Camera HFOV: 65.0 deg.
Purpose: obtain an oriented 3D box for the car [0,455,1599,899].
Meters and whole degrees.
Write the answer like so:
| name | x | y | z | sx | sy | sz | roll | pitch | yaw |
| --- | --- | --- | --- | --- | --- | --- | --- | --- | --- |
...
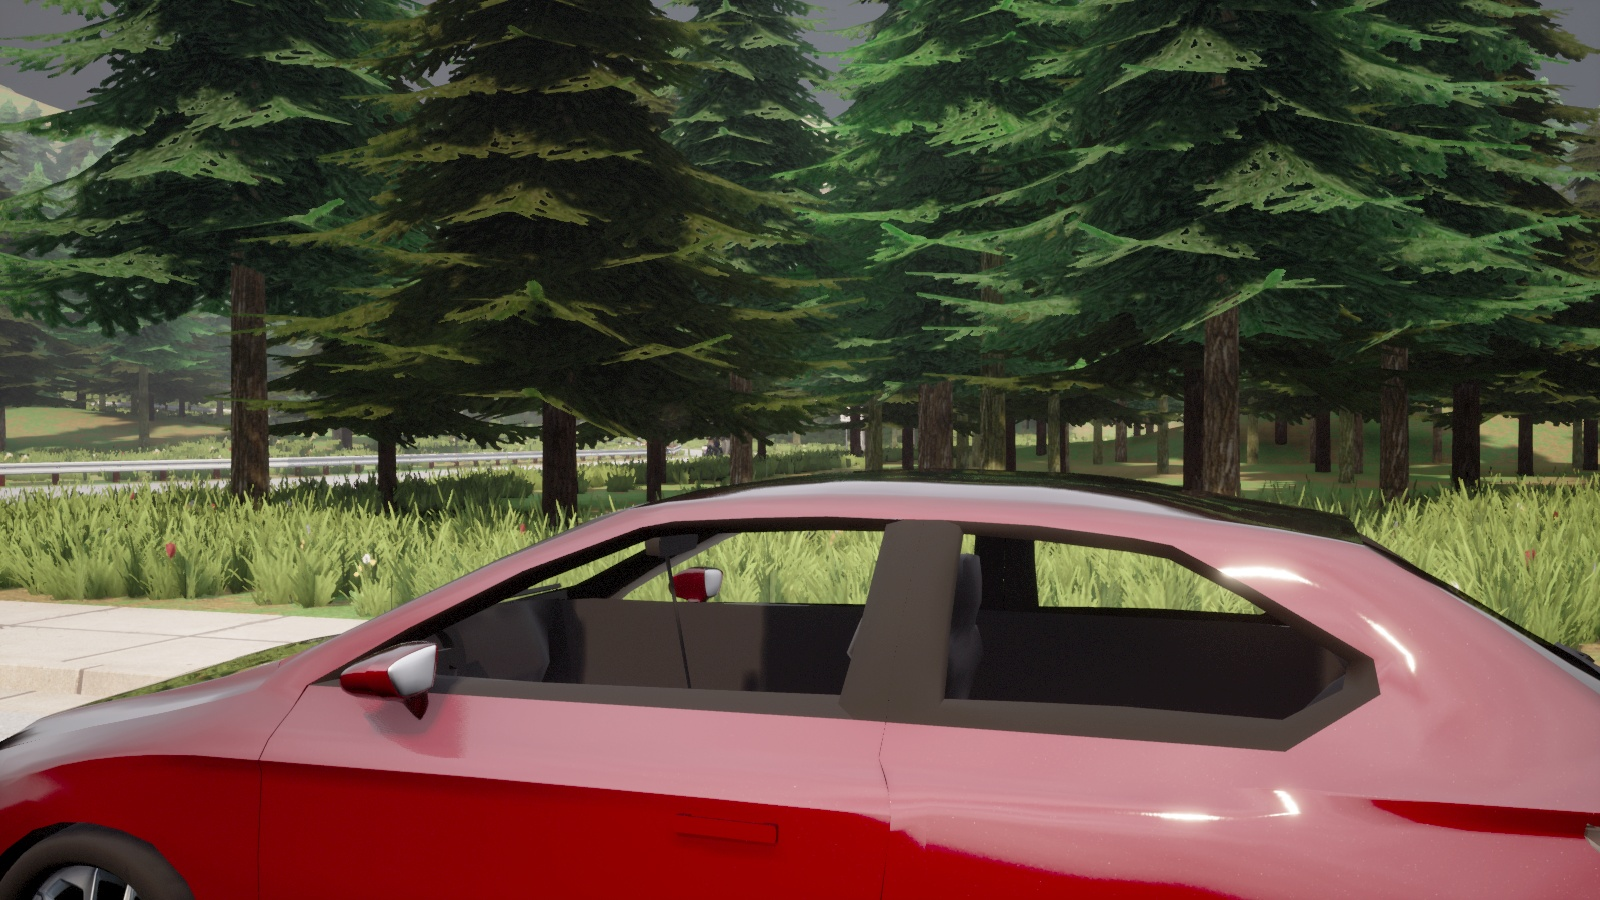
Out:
| name | x | y | z | sx | sy | sz | roll | pitch | yaw |
| --- | --- | --- | --- | --- | --- | --- | --- | --- | --- |
| car | -0.113 | 0.788 | 3.231 | 4.193 | 1.474 | 1.816 | 1 | 1 | 19 |

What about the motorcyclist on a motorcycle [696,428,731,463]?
| name | x | y | z | sx | sy | sz | roll | pitch | yaw |
| --- | --- | --- | --- | --- | --- | --- | --- | --- | --- |
| motorcyclist on a motorcycle | -4.157 | -0.236 | 60.611 | 0.766 | 1.649 | 2.350 | 1 | 1 | 20 |
